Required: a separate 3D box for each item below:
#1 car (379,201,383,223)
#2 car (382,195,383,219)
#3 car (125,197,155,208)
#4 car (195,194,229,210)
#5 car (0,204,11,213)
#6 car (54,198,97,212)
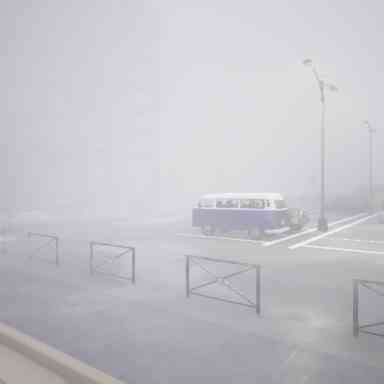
[{"bbox_3d":[14.023,1.395,20.929,3.806,1.475,1.970,0,0,36],"label":"car"},{"bbox_3d":[17.273,1.153,25.464,4.605,1.855,1.932,0,0,36],"label":"car"},{"bbox_3d":[-7.266,1.436,46.784,2.128,1.511,4.902,0,0,36],"label":"car"},{"bbox_3d":[2.956,1.449,48.684,1.837,1.490,4.892,0,0,36],"label":"car"},{"bbox_3d":[-19.401,1.492,29.937,2.033,1.411,5.357,0,0,36],"label":"car"},{"bbox_3d":[-13.342,1.422,38.352,1.882,1.535,5.008,0,0,36],"label":"car"}]
